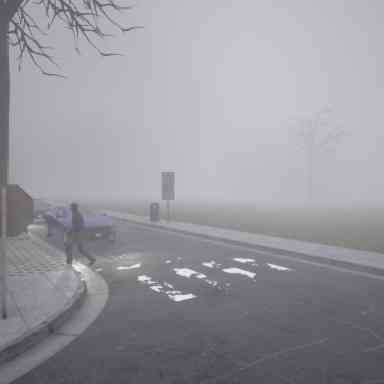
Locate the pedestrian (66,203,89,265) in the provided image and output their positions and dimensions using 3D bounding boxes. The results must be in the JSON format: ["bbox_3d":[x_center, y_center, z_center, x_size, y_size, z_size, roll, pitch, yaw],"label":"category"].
[{"bbox_3d":[-3.160,1.122,9.163,0.375,1.860,0.375,1,0,-36],"label":"pedestrian"}]

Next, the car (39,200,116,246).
[{"bbox_3d":[-4.919,1.278,14.316,1.882,1.535,5.008,0,1,-36],"label":"car"}]

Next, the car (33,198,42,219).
[{"bbox_3d":[-10.737,1.172,22.410,1.812,1.442,4.674,0,1,-36],"label":"car"}]
